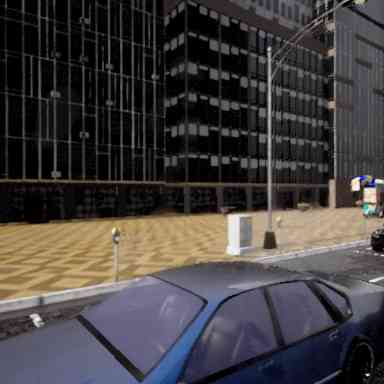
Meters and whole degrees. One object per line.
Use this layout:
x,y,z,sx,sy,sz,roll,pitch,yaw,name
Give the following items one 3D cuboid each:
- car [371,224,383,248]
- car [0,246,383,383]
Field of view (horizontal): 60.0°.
8.590,1.534,12.684,4.313,1.339,1.947,0,0,-35,car
0.224,1.543,3.538,5.357,1.411,2.033,0,0,-35,car
